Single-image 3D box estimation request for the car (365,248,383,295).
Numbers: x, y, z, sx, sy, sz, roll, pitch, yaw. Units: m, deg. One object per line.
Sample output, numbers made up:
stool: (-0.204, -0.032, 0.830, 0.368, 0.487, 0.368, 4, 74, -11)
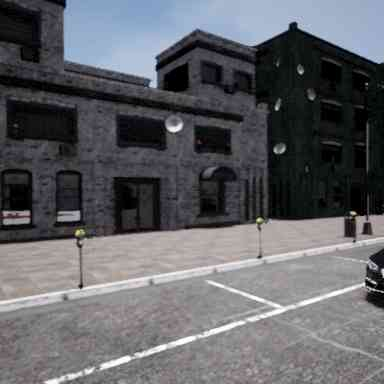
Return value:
car: (5.824, 1.487, 7.530, 4.902, 1.511, 2.128, 0, 0, -35)
